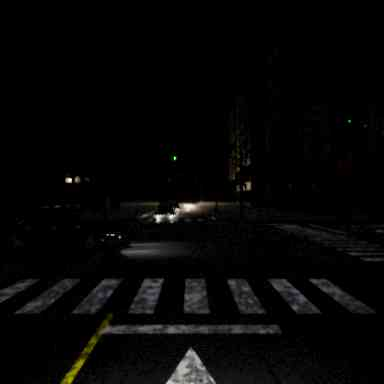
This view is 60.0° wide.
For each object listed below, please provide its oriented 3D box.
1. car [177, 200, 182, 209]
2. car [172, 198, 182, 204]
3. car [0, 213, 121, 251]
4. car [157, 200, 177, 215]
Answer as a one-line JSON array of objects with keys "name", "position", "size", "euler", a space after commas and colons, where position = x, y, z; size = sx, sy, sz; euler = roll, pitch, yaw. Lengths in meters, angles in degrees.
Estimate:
[{"name": "car", "position": [-3.192, 2.125, 56.853], "size": [1.812, 1.442, 4.674], "euler": [0, -1, 0]}, {"name": "car", "position": [-3.172, 1.954, 72.296], "size": [1.994, 1.385, 4.181], "euler": [0, -1, 0]}, {"name": "car", "position": [-5.466, 1.654, 13.959], "size": [4.892, 1.490, 1.837], "euler": [0, -1, 0]}, {"name": "car", "position": [-3.158, 1.891, 40.531], "size": [1.882, 1.535, 5.008], "euler": [0, -1, 0]}]
